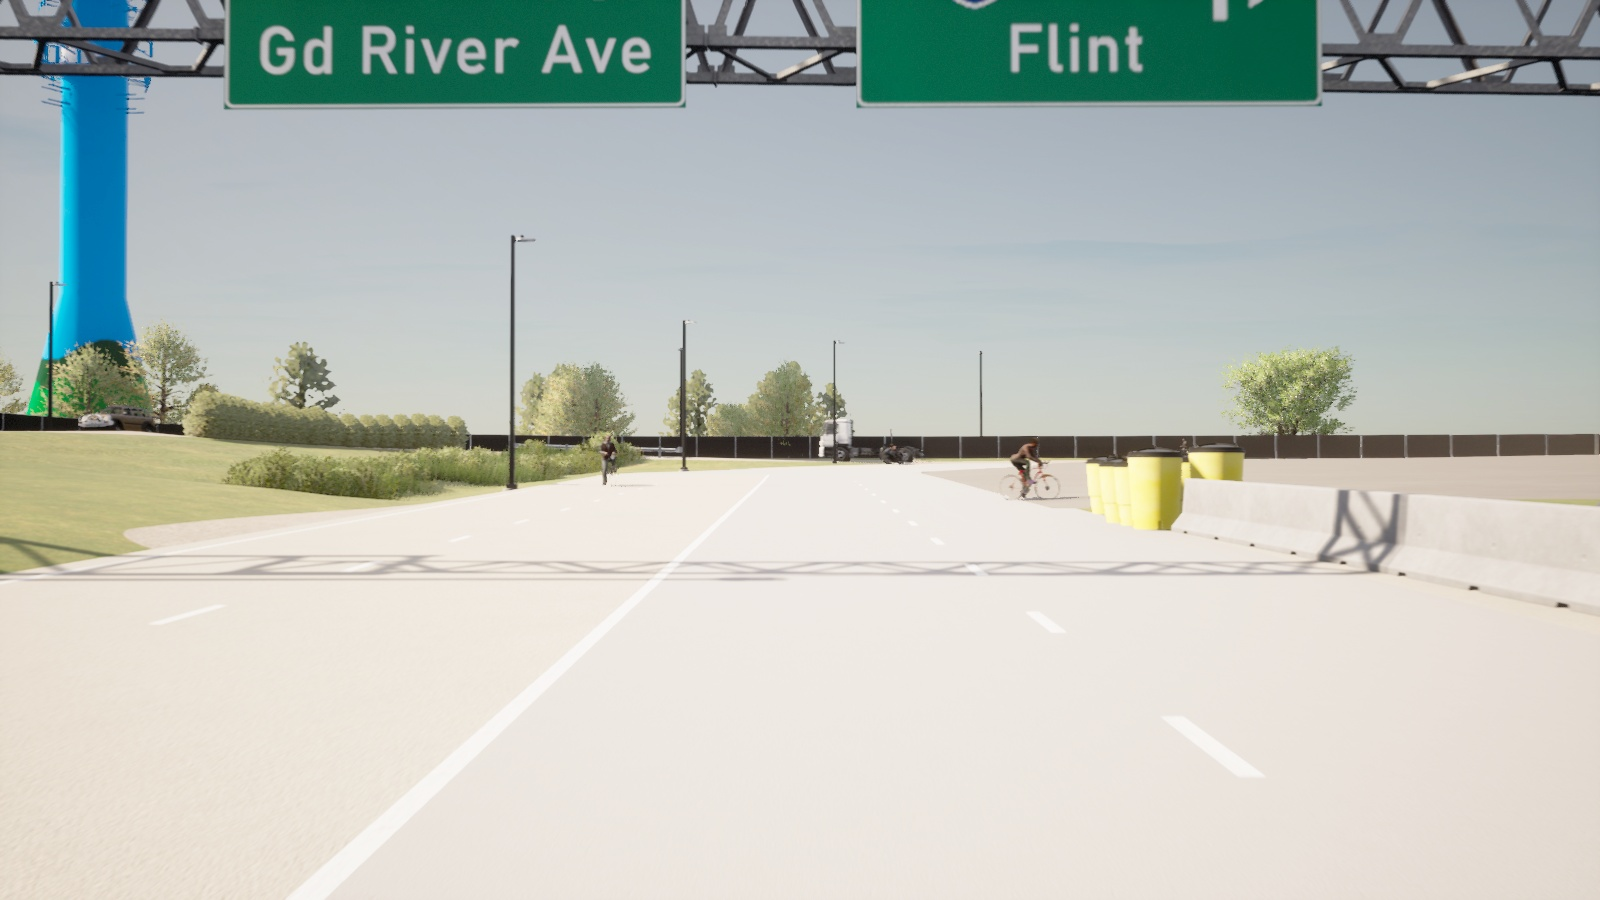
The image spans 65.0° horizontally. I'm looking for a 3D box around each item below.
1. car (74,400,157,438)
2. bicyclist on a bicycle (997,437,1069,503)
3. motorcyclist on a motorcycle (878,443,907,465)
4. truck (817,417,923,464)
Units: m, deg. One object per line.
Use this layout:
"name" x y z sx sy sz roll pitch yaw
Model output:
"car" -39.094 -1.730 71.852 1.932 1.855 4.605 0 -2 5
"bicyclist on a bicycle" 5.946 0.513 32.025 1.656 1.620 0.582 -2 0 31
"motorcyclist on a motorcycle" 6.505 0.301 88.250 2.044 1.523 0.797 -1 -1 -45
"truck" 5.509 -0.708 98.377 7.936 3.462 2.891 1 -1 9
